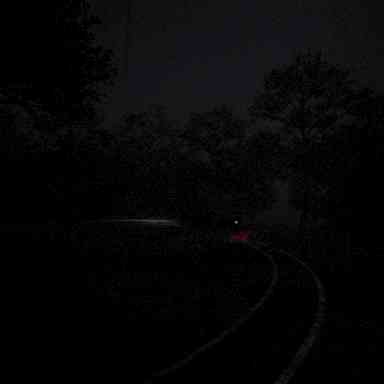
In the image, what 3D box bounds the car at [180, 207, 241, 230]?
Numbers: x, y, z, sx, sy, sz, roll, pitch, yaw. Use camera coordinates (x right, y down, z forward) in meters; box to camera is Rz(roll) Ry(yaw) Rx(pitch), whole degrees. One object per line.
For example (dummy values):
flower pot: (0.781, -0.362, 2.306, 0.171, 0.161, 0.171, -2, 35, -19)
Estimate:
car: (1.219, 1.812, 23.649, 2.128, 1.511, 4.902, 1, -1, -44)
